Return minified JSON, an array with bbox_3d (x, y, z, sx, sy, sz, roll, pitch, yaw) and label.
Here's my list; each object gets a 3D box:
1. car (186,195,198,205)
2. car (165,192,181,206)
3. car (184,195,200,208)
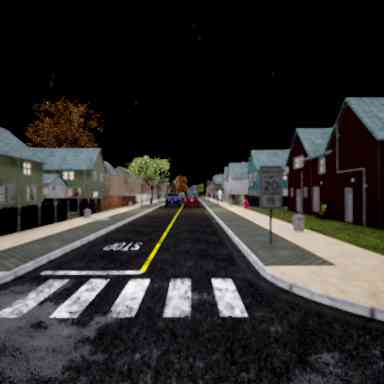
[{"bbox_3d":[-0.005,1.319,55.202,1.812,1.442,4.674,0,0,0],"label":"car"},{"bbox_3d":[-2.756,1.034,49.339,2.150,2.045,5.566,0,0,0],"label":"car"},{"bbox_3d":[-0.006,1.158,45.168,2.097,1.767,4.553,0,0,0],"label":"car"}]
